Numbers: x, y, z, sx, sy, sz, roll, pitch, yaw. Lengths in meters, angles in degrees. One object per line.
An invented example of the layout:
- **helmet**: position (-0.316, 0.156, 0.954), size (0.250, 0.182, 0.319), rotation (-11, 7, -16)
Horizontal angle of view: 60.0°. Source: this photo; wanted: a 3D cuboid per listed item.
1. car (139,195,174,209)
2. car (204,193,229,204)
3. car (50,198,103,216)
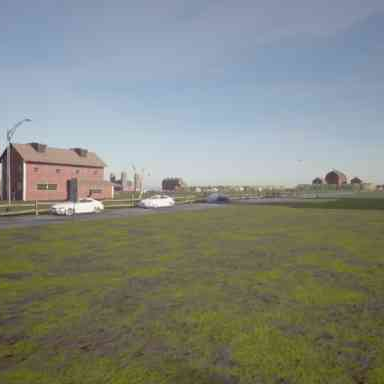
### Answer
- **car**: position (-3.868, 1.080, 37.096), size (1.812, 1.442, 4.674), rotation (1, 1, 36)
- **car**: position (3.607, 0.889, 47.362), size (1.812, 1.442, 4.674), rotation (1, 1, 36)
- **car**: position (-9.871, 1.231, 28.798), size (1.812, 1.442, 4.674), rotation (1, 1, 36)
